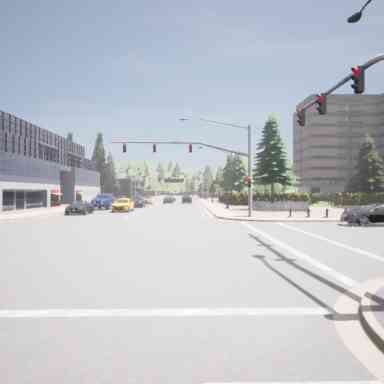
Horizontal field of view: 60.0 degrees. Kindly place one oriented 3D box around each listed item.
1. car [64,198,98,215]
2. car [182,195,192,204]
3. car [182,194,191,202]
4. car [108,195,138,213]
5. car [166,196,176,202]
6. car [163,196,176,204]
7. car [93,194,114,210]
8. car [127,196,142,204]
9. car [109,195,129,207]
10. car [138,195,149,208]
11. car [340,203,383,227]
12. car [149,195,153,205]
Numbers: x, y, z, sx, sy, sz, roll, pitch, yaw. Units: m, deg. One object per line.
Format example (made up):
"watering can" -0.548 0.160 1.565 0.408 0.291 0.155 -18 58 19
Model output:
"car" -11.238 1.564 33.469 1.994 1.385 4.181 0 0 -1
"car" -0.968 1.505 64.953 1.837 1.490 4.892 0 0 -1
"car" -1.204 1.355 75.018 2.097 1.767 4.553 0 0 -1
"car" -7.802 1.478 37.861 1.882 1.535 5.008 0 0 -1
"car" -4.709 1.510 75.265 1.895 1.301 4.718 0 0 -1
"car" -4.565 1.547 64.629 2.033 1.411 5.357 0 0 -1
"car" -11.370 1.221 42.822 2.150 2.045 5.566 0 0 -1
"car" -11.604 1.492 67.147 2.128 1.511 4.902 0 0 -1
"car" -11.492 1.352 52.722 2.097 1.767 4.553 0 0 -1
"car" -7.932 1.352 47.745 2.097 1.767 4.553 0 0 -1
"car" 12.505 1.492 22.232 4.902 1.511 2.128 0 0 -1
"car" -8.050 1.353 57.858 2.097 1.767 4.553 0 0 -1
